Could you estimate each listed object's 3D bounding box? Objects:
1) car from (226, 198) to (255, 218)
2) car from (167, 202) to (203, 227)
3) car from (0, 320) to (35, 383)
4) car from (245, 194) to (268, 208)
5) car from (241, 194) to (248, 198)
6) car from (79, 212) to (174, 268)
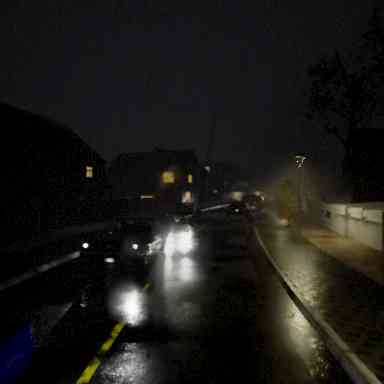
[{"bbox_3d":[4.235,1.482,29.724,1.994,1.385,4.181,0,0,14],"label":"car"},{"bbox_3d":[-0.452,1.457,22.576,2.128,1.511,4.902,0,0,11],"label":"car"},{"bbox_3d":[-2.670,1.595,1.346,1.895,1.301,4.718,0,0,2],"label":"car"},{"bbox_3d":[8.625,1.311,43.228,1.994,1.385,4.181,0,1,21],"label":"car"},{"bbox_3d":[8.926,1.115,51.873,1.837,1.490,4.892,0,1,23],"label":"car"},{"bbox_3d":[-2.060,1.592,11.437,1.895,1.301,4.718,0,0,6],"label":"car"}]
